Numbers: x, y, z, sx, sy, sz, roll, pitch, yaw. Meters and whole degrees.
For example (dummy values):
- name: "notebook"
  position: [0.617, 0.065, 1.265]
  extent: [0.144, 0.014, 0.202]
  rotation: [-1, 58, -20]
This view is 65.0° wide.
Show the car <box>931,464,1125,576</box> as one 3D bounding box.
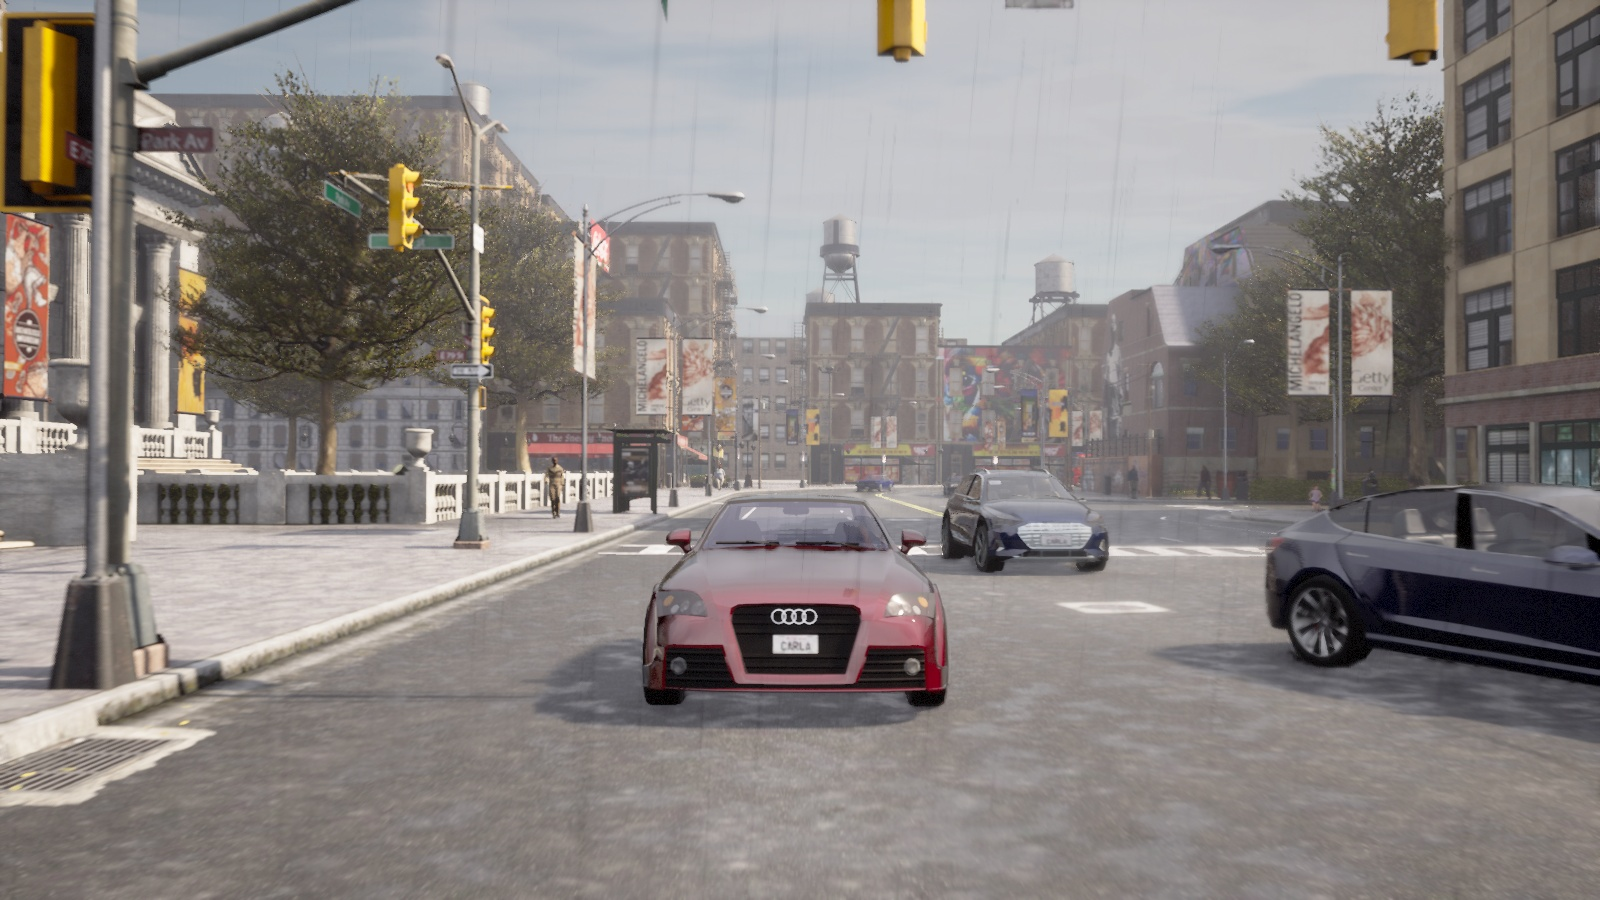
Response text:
- name: "car"
  position: [3.663, 1.084, 21.143]
  extent: [2.033, 1.649, 4.856]
  rotation: [0, -1, -4]

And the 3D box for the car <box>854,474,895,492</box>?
- name: "car"
  position: [5.664, 2.485, 94.989]
  extent: [1.895, 1.301, 4.718]
  rotation: [-1, -1, 19]

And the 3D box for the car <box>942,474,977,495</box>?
- name: "car"
  position: [10.438, 2.255, 82.449]
  extent: [1.895, 1.301, 4.718]
  rotation: [0, -1, 2]

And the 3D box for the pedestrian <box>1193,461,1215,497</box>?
- name: "pedestrian"
  position: [20.728, 1.467, 64.396]
  extent: [0.899, 1.844, 0.634]
  rotation: [0, -1, -29]

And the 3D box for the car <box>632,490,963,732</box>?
- name: "car"
  position: [-0.023, 1.041, 9.676]
  extent: [1.994, 1.385, 4.181]
  rotation: [0, -1, 0]

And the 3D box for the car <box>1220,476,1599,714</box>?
- name: "car"
  position: [5.660, 0.946, 9.204]
  extent: [2.163, 1.488, 4.792]
  rotation: [0, -1, -25]

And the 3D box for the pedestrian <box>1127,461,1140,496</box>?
- name: "pedestrian"
  position: [17.611, 1.512, 66.304]
  extent: [0.402, 1.842, 0.726]
  rotation: [0, -1, -10]

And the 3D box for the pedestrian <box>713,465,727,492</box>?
- name: "pedestrian"
  position: [-5.383, 1.906, 84.258]
  extent: [0.874, 1.855, 0.900]
  rotation: [0, -1, 2]

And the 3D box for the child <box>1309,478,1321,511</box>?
- name: "child"
  position: [17.314, 1.489, 42.194]
  extent: [0.255, 1.110, 0.394]
  rotation: [0, -1, 6]

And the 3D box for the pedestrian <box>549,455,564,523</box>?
- name: "pedestrian"
  position: [-6.996, 1.104, 36.036]
  extent: [0.396, 1.930, 0.692]
  rotation: [0, -1, -8]
